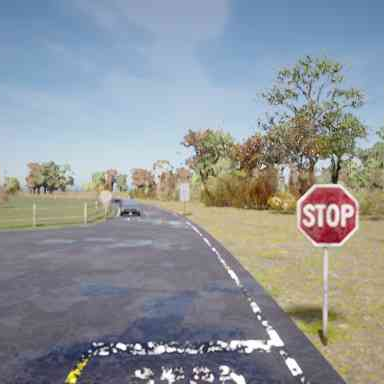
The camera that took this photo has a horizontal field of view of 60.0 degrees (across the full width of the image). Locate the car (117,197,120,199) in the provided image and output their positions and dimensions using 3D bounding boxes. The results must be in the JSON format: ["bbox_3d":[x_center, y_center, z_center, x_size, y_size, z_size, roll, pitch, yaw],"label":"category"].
[{"bbox_3d":[-8.541,1.439,44.259,2.128,1.511,4.902,0,0,-14],"label":"car"}]

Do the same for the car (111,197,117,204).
[{"bbox_3d":[-14.254,1.523,63.572,1.895,1.301,4.718,0,0,-19],"label":"car"}]

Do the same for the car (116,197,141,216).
[{"bbox_3d":[-5.903,1.511,31.950,2.033,1.411,5.357,0,0,-10],"label":"car"}]
